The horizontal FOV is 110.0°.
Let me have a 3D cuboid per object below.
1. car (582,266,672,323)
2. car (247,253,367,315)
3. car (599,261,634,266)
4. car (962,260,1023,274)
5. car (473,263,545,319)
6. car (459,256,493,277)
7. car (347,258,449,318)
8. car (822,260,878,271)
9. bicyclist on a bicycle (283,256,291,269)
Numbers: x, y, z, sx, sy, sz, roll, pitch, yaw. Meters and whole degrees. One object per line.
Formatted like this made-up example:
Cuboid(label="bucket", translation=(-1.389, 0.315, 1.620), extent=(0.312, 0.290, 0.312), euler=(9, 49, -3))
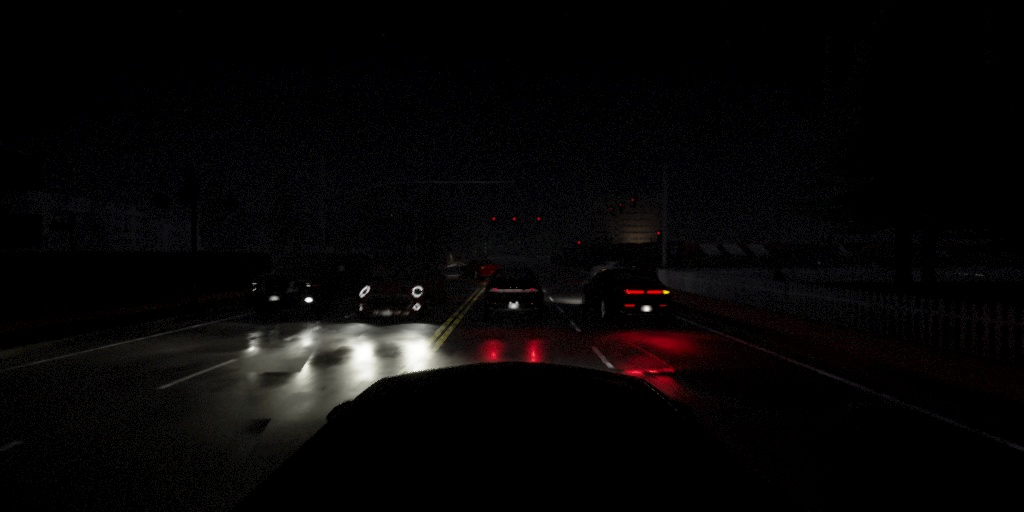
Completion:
Cuboid(label="car", translation=(3.557, 1.182, 11.856), extent=(1.837, 1.490, 4.892), euler=(0, -1, 0))
Cuboid(label="car", translation=(-7.070, 0.895, 13.442), extent=(2.150, 2.045, 5.566), euler=(0, 0, 0))
Cuboid(label="car", translation=(8.217, 1.104, 27.579), extent=(4.674, 1.442, 1.812), euler=(0, -1, -29))
Cuboid(label="car", translation=(48.906, 1.069, 36.235), extent=(5.357, 1.411, 2.033), euler=(0, 0, -1))
Cuboid(label="car", translation=(0.061, 1.170, 12.436), extent=(2.128, 1.511, 4.902), euler=(0, 0, 0))
Cuboid(label="car", translation=(-2.748, 1.043, 29.475), extent=(1.882, 1.535, 5.008), euler=(1, 0, -29))
Cuboid(label="car", translation=(-3.574, 1.029, 12.519), extent=(2.097, 1.767, 4.553), euler=(0, 1, 0))
Cuboid(label="car", translation=(37.116, 1.100, 39.498), extent=(4.718, 1.301, 1.895), euler=(0, 0, -1))
Cuboid(label="bicyclist on a bicycle", translation=(-26.402, 0.782, 42.063), extent=(0.582, 1.620, 1.656), euler=(0, 1, -3))
